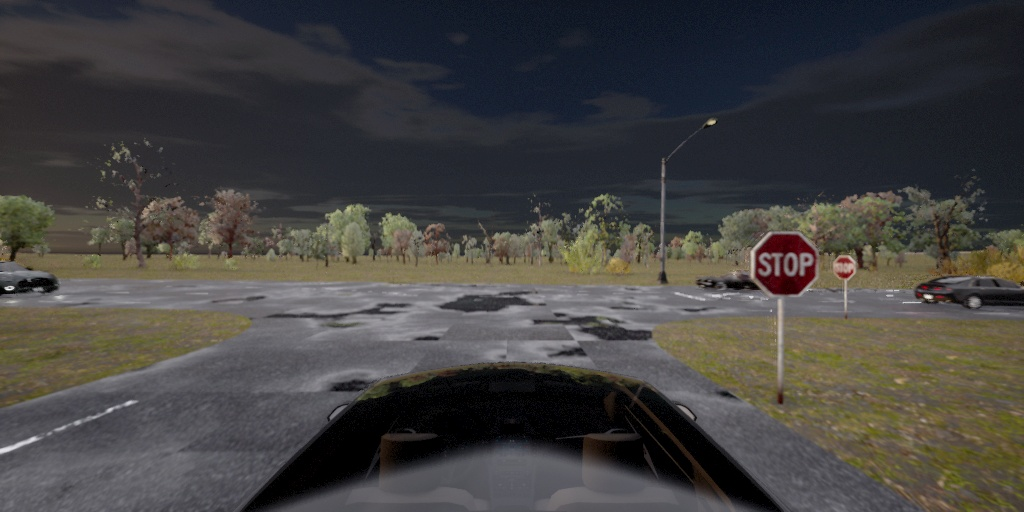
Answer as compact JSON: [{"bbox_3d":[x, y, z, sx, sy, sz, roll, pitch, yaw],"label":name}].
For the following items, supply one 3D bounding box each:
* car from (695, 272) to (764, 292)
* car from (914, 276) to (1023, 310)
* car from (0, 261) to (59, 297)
[{"bbox_3d":[14.919,1.704,23.888,4.718,1.301,1.895,0,0,0],"label":"car"},{"bbox_3d":[21.983,1.701,16.842,4.892,1.490,1.837,1,0,0],"label":"car"},{"bbox_3d":[-24.893,0.990,17.166,4.553,1.767,2.097,1,0,0],"label":"car"}]
